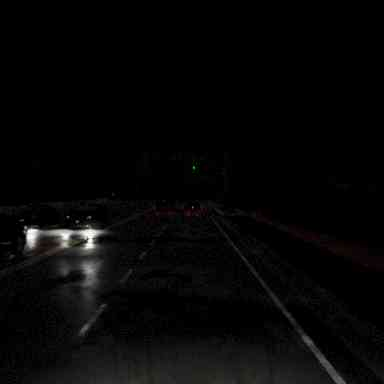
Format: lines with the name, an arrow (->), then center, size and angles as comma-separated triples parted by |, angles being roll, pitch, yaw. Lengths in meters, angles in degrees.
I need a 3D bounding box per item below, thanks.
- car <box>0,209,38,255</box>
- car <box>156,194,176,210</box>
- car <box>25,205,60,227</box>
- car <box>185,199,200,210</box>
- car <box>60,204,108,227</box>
car -> -7.077, 1.506, 10.587 | 1.837, 1.490, 4.892 | 0, 0, 0
car -> -3.399, 1.228, 43.615 | 2.150, 2.045, 5.566 | 0, 0, 0
car -> -10.499, 1.575, 22.635 | 1.994, 1.385, 4.181 | 0, 0, 0
car -> 0.101, 1.607, 43.810 | 1.895, 1.301, 4.718 | 0, 0, 0
car -> -6.998, 1.536, 22.636 | 1.812, 1.442, 4.674 | 0, 0, 0
